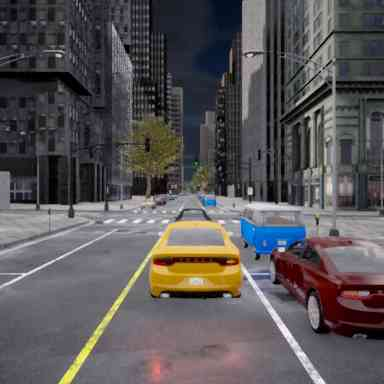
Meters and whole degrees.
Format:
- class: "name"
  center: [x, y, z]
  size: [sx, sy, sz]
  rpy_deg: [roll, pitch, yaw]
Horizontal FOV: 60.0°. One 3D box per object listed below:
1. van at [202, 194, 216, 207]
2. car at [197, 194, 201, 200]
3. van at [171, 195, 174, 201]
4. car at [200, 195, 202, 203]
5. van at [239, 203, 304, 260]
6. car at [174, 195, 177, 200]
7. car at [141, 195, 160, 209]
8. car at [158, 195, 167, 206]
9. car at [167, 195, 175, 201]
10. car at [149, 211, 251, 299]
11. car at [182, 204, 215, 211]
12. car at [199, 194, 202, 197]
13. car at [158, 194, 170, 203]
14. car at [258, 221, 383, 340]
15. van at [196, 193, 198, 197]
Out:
- class: "van"
  center: [2.770, 1.361, 50.109]
  size: [1.690, 1.788, 3.998]
  rpy_deg: [0, 0, 0]
- class: "car"
  center: [2.770, 1.594, 71.761]
  size: [2.008, 1.369, 4.403]
  rpy_deg: [0, 0, 0]
- class: "van"
  center: [-5.755, 1.390, 76.447]
  size: [1.690, 1.788, 3.998]
  rpy_deg: [0, 0, 0]
- class: "car"
  center: [2.769, 1.591, 55.521]
  size: [1.947, 1.339, 4.313]
  rpy_deg: [0, 0, 0]
- class: "van"
  center: [2.783, 1.342, 12.124]
  size: [1.690, 1.788, 3.998]
  rpy_deg: [0, 0, 0]
- class: "car"
  center: [-5.755, 1.629, 87.024]
  size: [1.947, 1.339, 4.313]
  rpy_deg: [0, 0, 0]
- class: "car"
  center: [-5.762, 1.542, 44.541]
  size: [1.752, 1.417, 4.829]
  rpy_deg: [0, 0, 0]
- class: "car"
  center: [-5.756, 1.570, 55.291]
  size: [1.887, 1.381, 4.507]
  rpy_deg: [0, 0, 0]
- class: "car"
  center: [-5.754, 1.597, 92.144]
  size: [1.752, 1.417, 4.829]
  rpy_deg: [0, 0, 0]
- class: "car"
  center: [0.089, 1.478, 8.534]
  size: [1.882, 1.535, 5.008]
  rpy_deg: [0, 0, 0]
- class: "car"
  center: [0.067, 1.566, 17.934]
  size: [1.994, 1.385, 4.181]
  rpy_deg: [0, 0, 0]
- class: "car"
  center: [2.769, 1.618, 66.348]
  size: [1.802, 1.307, 4.206]
  rpy_deg: [0, 0, 0]
- class: "car"
  center: [-5.755, 1.345, 60.580]
  size: [2.192, 1.841, 5.009]
  rpy_deg: [0, 0, 0]
- class: "car"
  center: [2.781, 1.545, 6.599]
  size: [1.887, 1.381, 4.507]
  rpy_deg: [0, 0, 0]
- class: "van"
  center: [2.771, 1.414, 93.415]
  size: [1.690, 1.788, 3.998]
  rpy_deg: [0, 0, 0]
